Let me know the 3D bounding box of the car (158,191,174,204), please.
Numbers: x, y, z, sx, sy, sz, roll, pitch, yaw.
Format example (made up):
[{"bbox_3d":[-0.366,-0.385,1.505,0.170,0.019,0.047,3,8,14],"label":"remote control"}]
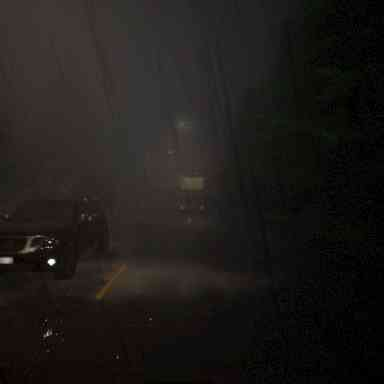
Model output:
[{"bbox_3d":[-4.061,0.796,53.371,2.150,2.045,5.566,0,0,1],"label":"car"}]

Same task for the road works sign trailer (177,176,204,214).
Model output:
[{"bbox_3d":[0.004,0.217,32.339,2.380,3.560,2.880,0,0,0],"label":"road works sign trailer"}]

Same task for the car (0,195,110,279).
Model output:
[{"bbox_3d":[-4.097,1.145,10.104,2.150,2.045,5.566,0,0,0],"label":"car"}]
